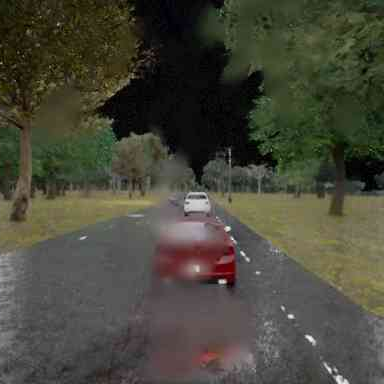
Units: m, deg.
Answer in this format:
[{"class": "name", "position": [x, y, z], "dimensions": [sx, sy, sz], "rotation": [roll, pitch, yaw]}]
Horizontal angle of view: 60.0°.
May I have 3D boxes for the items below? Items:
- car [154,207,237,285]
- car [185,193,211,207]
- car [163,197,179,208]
[{"class": "car", "position": [0.107, 1.429, 9.385], "dimensions": [1.882, 1.535, 5.008], "rotation": [0, 1, 1]}, {"class": "car", "position": [0.497, 1.077, 30.144], "dimensions": [2.150, 2.045, 5.566], "rotation": [0, 0, 2]}, {"class": "car", "position": [-2.732, 1.345, 45.502], "dimensions": [2.033, 1.411, 5.357], "rotation": [0, 0, 2]}]
